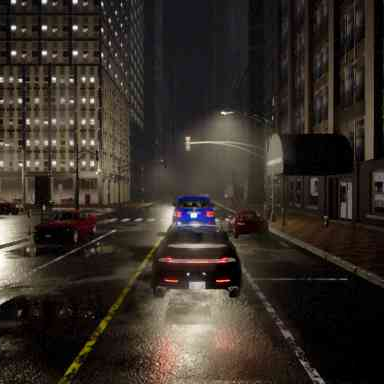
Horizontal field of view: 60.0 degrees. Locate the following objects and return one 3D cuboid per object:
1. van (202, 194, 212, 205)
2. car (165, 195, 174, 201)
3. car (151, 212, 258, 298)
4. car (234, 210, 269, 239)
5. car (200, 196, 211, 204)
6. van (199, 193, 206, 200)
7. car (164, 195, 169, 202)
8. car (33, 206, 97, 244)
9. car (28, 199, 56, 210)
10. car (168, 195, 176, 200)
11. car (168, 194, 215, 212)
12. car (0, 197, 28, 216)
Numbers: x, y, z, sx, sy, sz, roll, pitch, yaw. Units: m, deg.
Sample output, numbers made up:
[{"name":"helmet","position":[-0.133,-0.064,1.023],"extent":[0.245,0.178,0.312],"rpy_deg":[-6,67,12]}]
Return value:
[{"name":"van","position":[2.698,1.326,60.691],"extent":[1.690,1.788,3.998],"rpy_deg":[0,0,0]},{"name":"car","position":[-5.676,1.538,83.481],"extent":[1.947,1.339,4.313],"rpy_deg":[0,0,0]},{"name":"car","position":[0.101,1.490,8.498],"extent":[2.128,1.511,4.902],"rpy_deg":[0,0,0]},{"name":"car","position":[2.818,1.579,17.098],"extent":[1.802,1.307,4.206],"rpy_deg":[0,0,0]},{"name":"car","position":[2.700,1.533,66.388],"extent":[2.008,1.369,4.403],"rpy_deg":[0,0,0]},{"name":"van","position":[2.705,1.309,89.175],"extent":[1.690,1.788,3.998],"rpy_deg":[0,0,0]},{"name":"car","position":[-5.677,1.521,77.784],"extent":[1.887,1.381,4.507],"rpy_deg":[0,0,0]},{"name":"car","position":[-5.822,1.542,15.724],"extent":[1.887,1.381,4.507],"rpy_deg":[0,0,0]},{"name":"car","position":[-18.514,1.497,39.448],"extent":[4.403,1.369,2.008],"rpy_deg":[0,0,1]},{"name":"car","position":[-5.673,1.529,94.874],"extent":[1.947,1.339,4.313],"rpy_deg":[0,0,0]},{"name":"car","position":[0.093,1.218,18.417],"extent":[2.150,2.045,5.566],"rpy_deg":[0,0,0]},{"name":"car","position":[-18.602,1.306,31.066],"extent":[5.009,1.841,2.192],"rpy_deg":[0,0,1]}]
